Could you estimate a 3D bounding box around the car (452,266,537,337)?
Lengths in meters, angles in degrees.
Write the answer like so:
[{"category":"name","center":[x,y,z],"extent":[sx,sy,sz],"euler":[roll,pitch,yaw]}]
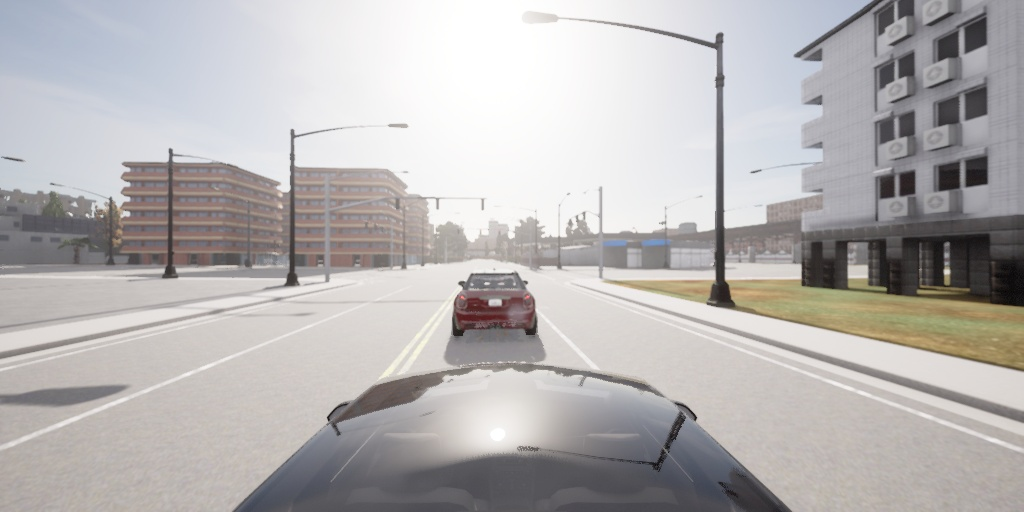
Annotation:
[{"category":"car","center":[-0.545,1.139,10.642],"extent":[2.097,1.767,4.553],"euler":[0,0,-4]}]
